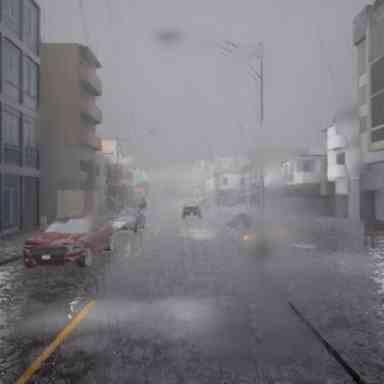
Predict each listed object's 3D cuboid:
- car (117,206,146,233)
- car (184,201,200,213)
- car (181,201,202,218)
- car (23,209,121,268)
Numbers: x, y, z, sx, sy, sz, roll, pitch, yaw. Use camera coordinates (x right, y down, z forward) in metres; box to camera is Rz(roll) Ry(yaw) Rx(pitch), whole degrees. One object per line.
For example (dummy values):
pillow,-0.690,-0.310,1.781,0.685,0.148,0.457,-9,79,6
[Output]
car,-4.074,1.693,21.129,2.128,1.511,4.902,0,-1,0
car,-0.063,1.960,44.489,2.033,1.411,5.357,0,-1,0
car,-0.021,1.818,33.772,1.837,1.490,4.892,0,-1,0
car,-4.132,1.594,11.913,1.882,1.535,5.008,0,-1,0
